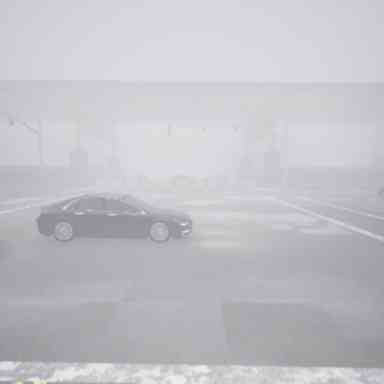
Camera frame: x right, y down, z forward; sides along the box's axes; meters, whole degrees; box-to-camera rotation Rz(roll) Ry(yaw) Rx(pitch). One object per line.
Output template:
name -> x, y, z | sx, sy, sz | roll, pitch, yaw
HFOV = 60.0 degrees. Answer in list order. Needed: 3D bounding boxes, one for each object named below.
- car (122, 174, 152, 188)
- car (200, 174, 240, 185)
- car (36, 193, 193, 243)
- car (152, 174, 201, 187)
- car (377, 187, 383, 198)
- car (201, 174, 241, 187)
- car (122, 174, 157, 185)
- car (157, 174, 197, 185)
car -> -6.452, -1.387, 40.684 | 4.974, 1.542, 2.038 | 4, 6, 45
car -> 3.493, -1.571, 41.280 | 4.536, 1.218, 1.853 | 2, 5, 30
car -> -2.406, 0.812, 10.732 | 4.892, 1.490, 1.837 | 1, 4, 1
car -> -1.845, -1.374, 40.595 | 4.974, 1.542, 2.038 | -3, 5, -35
car -> 16.304, -0.092, 24.398 | 4.718, 1.301, 1.895 | 0, 4, 1
car -> 3.538, -1.412, 41.265 | 4.974, 1.542, 2.038 | 2, 5, 30
car -> -6.489, -1.546, 40.710 | 4.536, 1.218, 1.853 | 4, 6, 45
car -> -1.803, -1.533, 40.614 | 4.536, 1.218, 1.853 | -3, 5, -35
